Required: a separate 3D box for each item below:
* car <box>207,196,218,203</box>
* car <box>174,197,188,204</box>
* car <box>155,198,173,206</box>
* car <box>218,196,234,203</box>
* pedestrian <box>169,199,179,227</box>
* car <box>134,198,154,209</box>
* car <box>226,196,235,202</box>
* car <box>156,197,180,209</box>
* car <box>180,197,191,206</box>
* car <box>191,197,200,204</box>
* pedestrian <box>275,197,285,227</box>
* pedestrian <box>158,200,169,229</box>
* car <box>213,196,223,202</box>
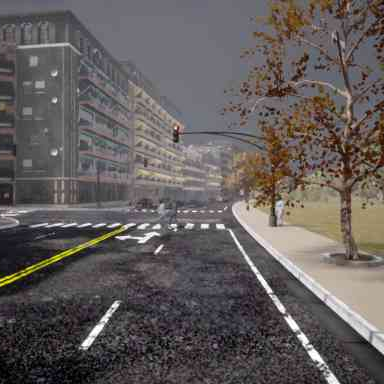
[{"bbox_3d":[4.666,1.830,77.716,2.128,1.511,4.902,0,0,11],"label":"car"},{"bbox_3d":[-2.391,1.824,75.410,2.033,1.411,5.357,0,0,10],"label":"car"},{"bbox_3d":[-5.051,1.740,59.945,2.033,1.411,5.357,0,0,9],"label":"car"},{"bbox_3d":[7.864,1.844,77.134,2.033,1.411,5.357,0,0,11],"label":"car"},{"bbox_3d":[-1.197,1.320,21.330,0.375,1.860,0.375,0,0,3],"label":"pedestrian"},{"bbox_3d":[-6.760,1.627,47.286,1.837,1.490,4.892,0,0,7],"label":"car"},{"bbox_3d":[10.052,1.864,87.570,1.812,1.442,4.674,0,0,13],"label":"car"},{"bbox_3d":[-3.524,1.475,46.970,2.097,1.767,4.553,0,0,7],"label":"car"},{"bbox_3d":[-2.019,1.785,58.287,1.895,1.301,4.718,0,0,9],"label":"car"},{"bbox_3d":[0.523,1.814,73.319,2.033,1.411,5.357,0,0,10],"label":"car"},{"bbox_3d":[5.402,1.165,20.350,0.375,1.860,0.375,0,0,3],"label":"pedestrian"},{"bbox_3d":[-1.773,1.319,20.158,0.375,1.860,0.375,0,0,3],"label":"pedestrian"},{"bbox_3d":[6.784,1.811,87.859,1.882,1.535,5.008,0,0,13],"label":"car"}]
